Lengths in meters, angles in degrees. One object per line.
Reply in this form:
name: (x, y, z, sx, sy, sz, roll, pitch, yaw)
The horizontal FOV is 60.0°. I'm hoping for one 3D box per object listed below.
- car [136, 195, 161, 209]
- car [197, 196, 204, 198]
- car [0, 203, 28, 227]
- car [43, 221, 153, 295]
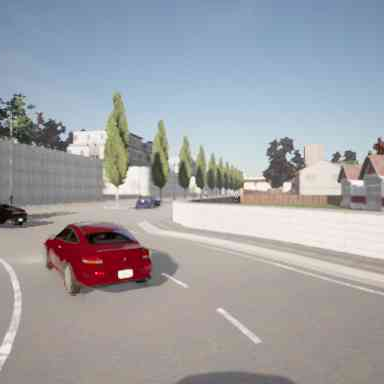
car: (-5.645, 1.235, 43.675, 2.097, 1.767, 4.553, 0, 0, 14)
car: (1.869, 1.447, 59.193, 1.895, 1.301, 4.718, 0, 0, 14)
car: (-12.838, 1.442, 21.121, 4.892, 1.490, 1.837, 0, -1, 17)
car: (-2.617, 1.501, 8.748, 1.812, 1.442, 4.674, 0, 0, -33)
